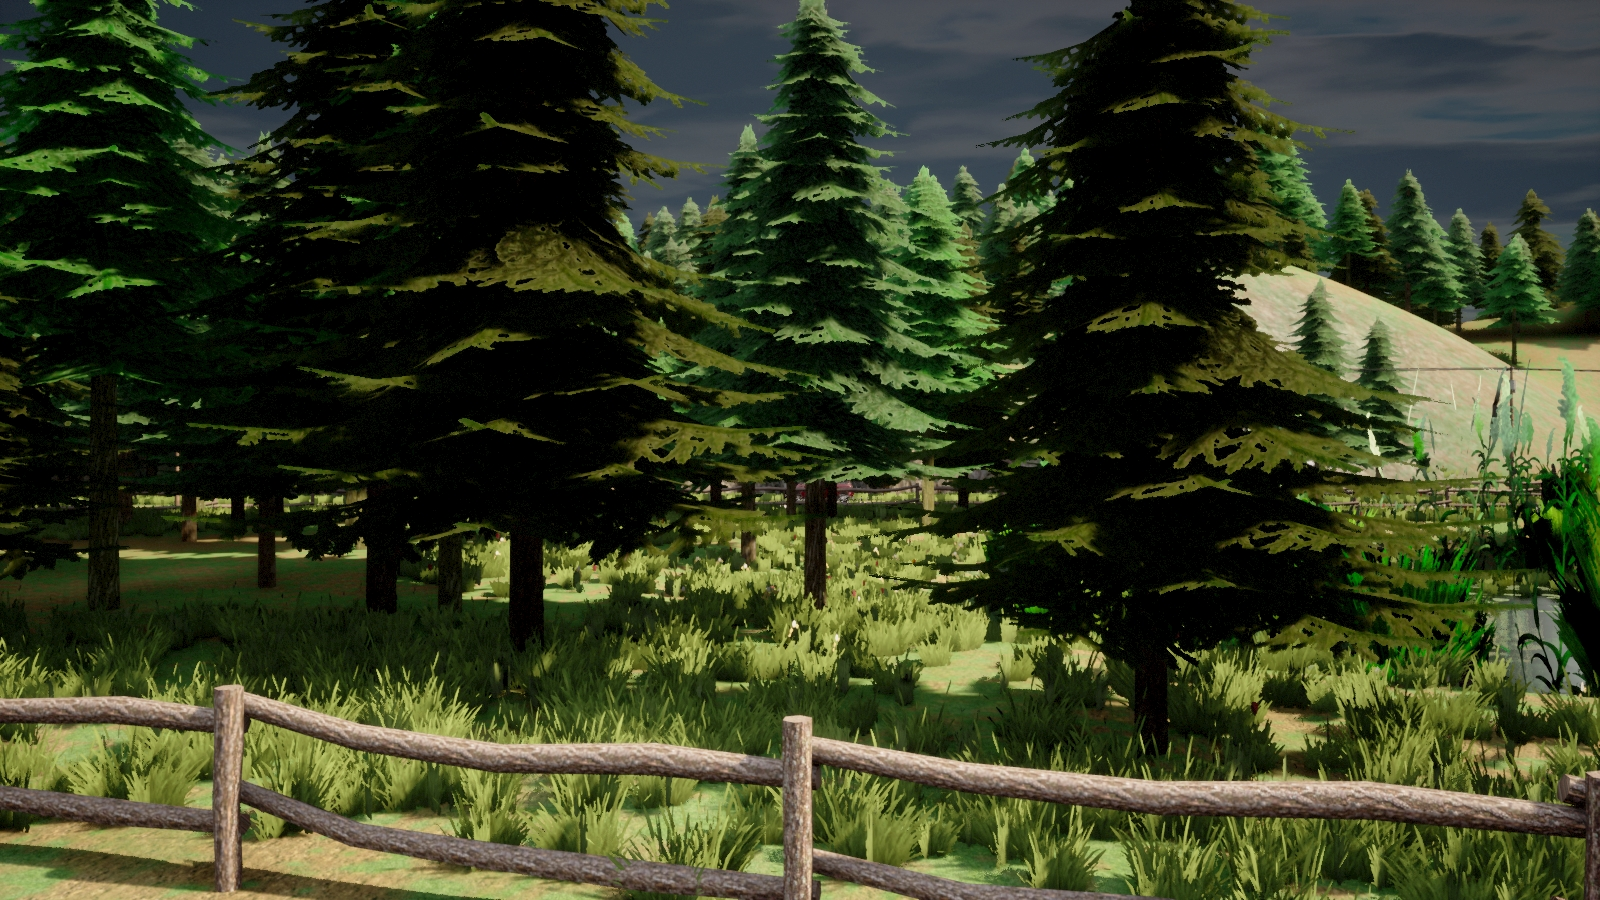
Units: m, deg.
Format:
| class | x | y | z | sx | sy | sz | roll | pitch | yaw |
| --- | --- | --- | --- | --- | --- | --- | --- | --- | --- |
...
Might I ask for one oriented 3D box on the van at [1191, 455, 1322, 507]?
| class | x | y | z | sx | sy | sz | roll | pitch | yaw |
| --- | --- | --- | --- | --- | --- | --- | --- | --- | --- |
| van | 23.244 | 1.535 | 58.372 | 5.915 | 2.561 | 1.988 | 0 | 0 | 7 |
